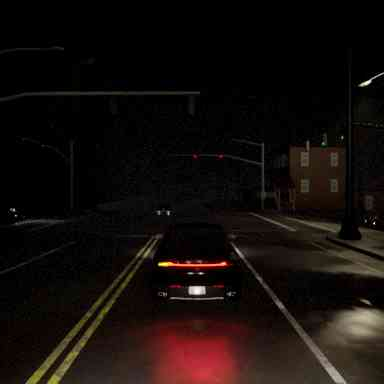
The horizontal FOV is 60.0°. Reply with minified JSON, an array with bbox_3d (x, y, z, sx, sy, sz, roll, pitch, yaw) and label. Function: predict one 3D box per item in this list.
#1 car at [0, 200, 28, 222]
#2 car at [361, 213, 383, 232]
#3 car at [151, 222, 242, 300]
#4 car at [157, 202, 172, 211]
[{"bbox_3d":[-15.101,1.351,25.503,4.553,1.767,2.097,0,0,0],"label":"car"},{"bbox_3d":[17.844,2.581,28.822,5.566,2.045,2.150,9,0,0],"label":"car"},{"bbox_3d":[0.086,1.504,8.346,1.837,1.490,4.892,0,0,0],"label":"car"},{"bbox_3d":[-3.673,2.053,45.643,2.033,1.411,5.357,0,-4,0],"label":"car"}]
